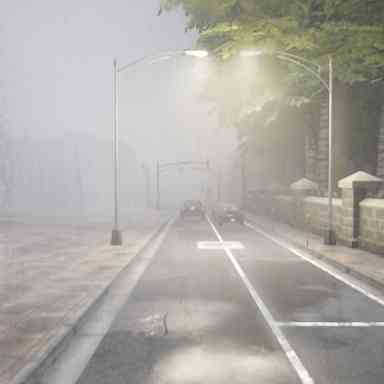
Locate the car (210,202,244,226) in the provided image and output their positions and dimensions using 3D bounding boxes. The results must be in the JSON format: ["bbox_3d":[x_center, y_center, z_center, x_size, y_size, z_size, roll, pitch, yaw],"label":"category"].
[{"bbox_3d":[2.621,1.588,23.691,2.008,1.369,4.403,-1,0,0],"label":"car"}]

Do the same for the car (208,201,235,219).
[{"bbox_3d":[2.648,1.607,30.827,2.008,1.369,4.403,-1,0,0],"label":"car"}]

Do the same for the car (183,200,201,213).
[{"bbox_3d":[0.005,1.637,38.664,2.033,1.411,5.357,0,-1,0],"label":"car"}]

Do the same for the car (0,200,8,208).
[{"bbox_3d":[-26.991,1.449,44.334,4.181,1.385,1.994,1,1,0],"label":"car"}]

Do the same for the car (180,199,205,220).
[{"bbox_3d":[0.063,1.404,29.230,2.097,1.767,4.553,0,0,0],"label":"car"}]
